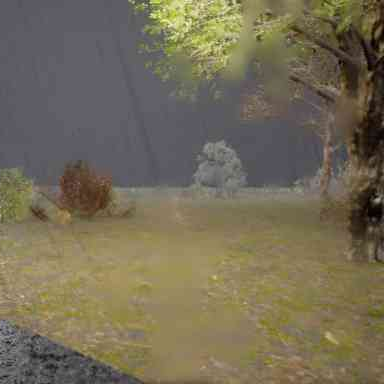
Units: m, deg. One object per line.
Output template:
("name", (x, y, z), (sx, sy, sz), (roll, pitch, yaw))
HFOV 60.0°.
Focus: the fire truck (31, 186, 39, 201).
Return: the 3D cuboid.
("fire truck", (-43.401, 0.415, 84.311), (2.891, 3.827, 8.468), (-1, 0, 35))
